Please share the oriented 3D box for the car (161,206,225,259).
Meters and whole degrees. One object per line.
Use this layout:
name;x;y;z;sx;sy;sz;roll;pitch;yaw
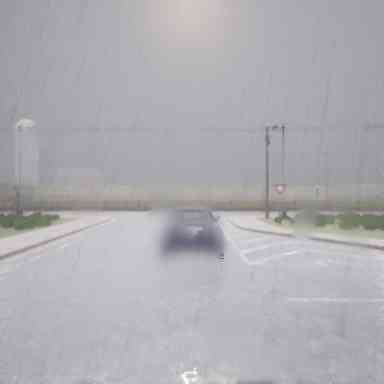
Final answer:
car;0.046;1.324;12.690;2.097;1.767;4.553;0;0;1
